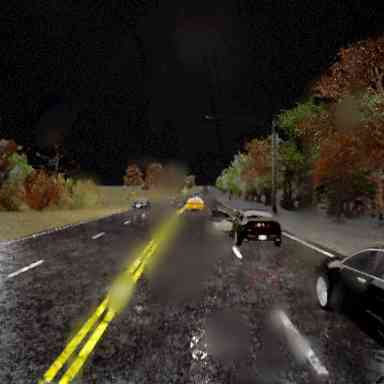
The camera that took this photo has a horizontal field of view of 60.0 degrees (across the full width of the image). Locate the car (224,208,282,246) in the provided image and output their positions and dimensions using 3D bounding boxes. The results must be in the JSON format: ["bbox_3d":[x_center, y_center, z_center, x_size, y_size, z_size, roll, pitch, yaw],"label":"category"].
[{"bbox_3d":[2.725,1.495,15.164,1.837,1.490,4.892,0,0,0],"label":"car"}]

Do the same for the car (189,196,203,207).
[{"bbox_3d":[0.655,1.422,51.637,2.128,1.511,4.902,0,0,2],"label":"car"}]

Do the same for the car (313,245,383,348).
[{"bbox_3d":[3.364,1.503,4.857,1.837,1.490,4.892,0,0,0],"label":"car"}]

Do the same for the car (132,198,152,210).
[{"bbox_3d":[-6.164,1.442,41.077,2.128,1.511,4.902,0,0,1],"label":"car"}]

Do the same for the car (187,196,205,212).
[{"bbox_3d":[0.404,1.434,38.394,1.882,1.535,5.008,0,0,2],"label":"car"}]

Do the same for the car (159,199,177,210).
[{"bbox_3d":[-2.904,1.514,41.440,1.994,1.385,4.181,0,0,1],"label":"car"}]
